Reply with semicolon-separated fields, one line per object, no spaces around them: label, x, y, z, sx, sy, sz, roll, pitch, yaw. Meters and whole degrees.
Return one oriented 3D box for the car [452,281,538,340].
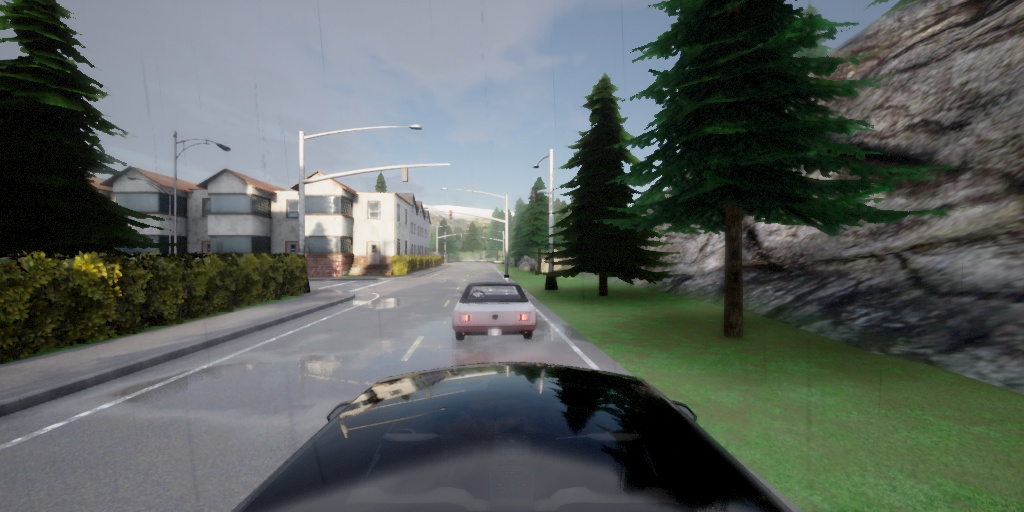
car;-0.520;1.351;9.930;1.895;1.301;4.718;0;0;-4
